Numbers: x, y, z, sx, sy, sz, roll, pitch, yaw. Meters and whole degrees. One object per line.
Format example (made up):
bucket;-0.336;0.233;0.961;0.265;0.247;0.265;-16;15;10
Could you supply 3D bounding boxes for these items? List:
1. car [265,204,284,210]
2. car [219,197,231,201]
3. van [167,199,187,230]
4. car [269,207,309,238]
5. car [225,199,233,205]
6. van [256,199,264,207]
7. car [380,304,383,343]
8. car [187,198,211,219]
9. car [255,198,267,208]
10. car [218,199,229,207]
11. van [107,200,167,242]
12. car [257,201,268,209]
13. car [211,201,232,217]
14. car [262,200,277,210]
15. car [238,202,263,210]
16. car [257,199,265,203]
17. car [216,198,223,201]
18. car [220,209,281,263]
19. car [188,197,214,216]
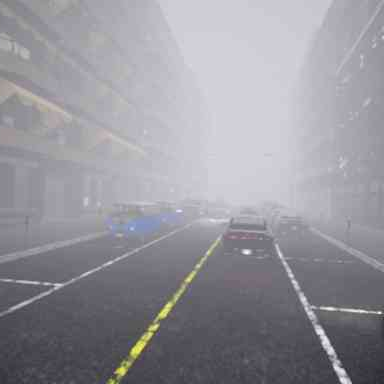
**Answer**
car;6.927;1.950;25.761;1.887;1.381;4.507;3;0;10
car;5.853;2.013;65.314;2.192;1.841;5.009;3;0;10
van;-1.761;1.422;21.735;1.690;1.788;3.998;3;0;10
car;5.976;1.878;20.314;1.887;1.381;4.507;3;0;10
car;9.642;2.633;87.105;1.802;1.307;4.206;3;0;10
van;16.420;2.553;80.252;1.690;1.788;3.998;3;0;10
car;3.382;1.636;2.932;1.837;1.490;4.892;2;0;10
car;0.145;1.541;32.629;2.192;1.841;5.009;3;0;10
car;15.470;2.437;74.803;2.192;1.841;5.009;3;0;10
car;6.791;2.328;70.761;1.887;1.381;4.507;3;0;10
van;-2.712;1.351;16.285;1.690;1.788;3.998;3;0;10
car;13.553;2.531;63.905;1.802;1.307;4.206;3;0;10
car;3.094;1.947;35.151;1.895;1.301;4.718;2;0;10
car;7.893;1.919;31.209;1.967;1.590;4.097;3;0;10
car;5.159;1.903;30.053;1.812;1.442;4.674;2;0;10
car;9.762;1.943;42.113;2.192;1.841;5.009;3;0;10
car;2.985;2.019;48.972;1.947;1.339;4.313;3;0;10
car;2.150;1.657;12.837;1.837;1.490;4.892;2;0;10
car;1.096;1.616;38.076;2.192;1.841;5.009;3;0;10
